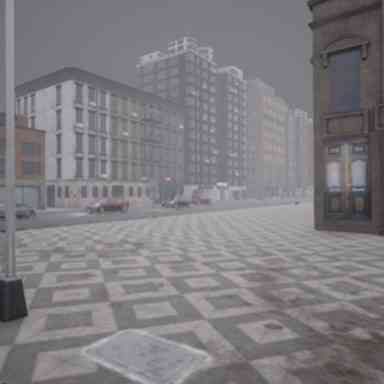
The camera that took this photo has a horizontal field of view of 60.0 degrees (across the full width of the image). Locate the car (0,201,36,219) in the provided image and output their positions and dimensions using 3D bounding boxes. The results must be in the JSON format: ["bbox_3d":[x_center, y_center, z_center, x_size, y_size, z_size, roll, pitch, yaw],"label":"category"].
[{"bbox_3d":[-14.767,1.534,26.599,1.994,1.385,4.181,-1,0,35],"label":"car"}]

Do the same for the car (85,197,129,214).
[{"bbox_3d":[-8.925,1.303,34.813,2.097,1.767,4.553,-1,0,36],"label":"car"}]

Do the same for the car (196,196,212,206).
[{"bbox_3d":[1.368,1.406,54.760,1.882,1.535,5.008,-1,0,36],"label":"car"}]

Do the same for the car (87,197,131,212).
[{"bbox_3d":[-9.713,1.445,39.312,1.882,1.535,5.008,-1,0,35],"label":"car"}]

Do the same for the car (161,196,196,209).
[{"bbox_3d":[-2.036,1.278,44.476,2.097,1.767,4.553,-1,0,36],"label":"car"}]
